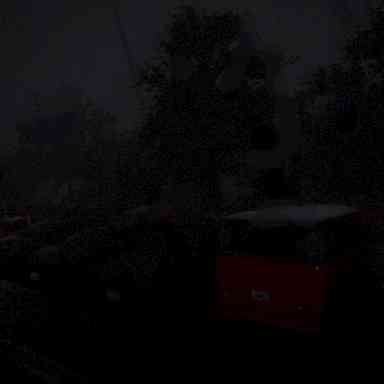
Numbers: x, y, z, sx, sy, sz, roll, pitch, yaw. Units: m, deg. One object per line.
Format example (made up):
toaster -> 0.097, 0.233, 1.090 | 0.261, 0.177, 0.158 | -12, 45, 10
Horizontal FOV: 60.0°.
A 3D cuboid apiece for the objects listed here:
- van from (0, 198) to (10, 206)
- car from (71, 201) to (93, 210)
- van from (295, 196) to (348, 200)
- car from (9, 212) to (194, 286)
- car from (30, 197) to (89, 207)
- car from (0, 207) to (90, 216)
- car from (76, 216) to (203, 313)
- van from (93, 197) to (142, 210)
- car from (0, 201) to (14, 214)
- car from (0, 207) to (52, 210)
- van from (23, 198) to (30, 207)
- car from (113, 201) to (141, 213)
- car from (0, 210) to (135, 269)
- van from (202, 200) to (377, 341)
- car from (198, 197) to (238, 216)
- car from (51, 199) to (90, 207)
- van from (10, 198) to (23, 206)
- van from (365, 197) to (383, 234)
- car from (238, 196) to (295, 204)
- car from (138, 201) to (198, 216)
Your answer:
van -> -19.495, 1.638, 38.179 | 1.878, 1.987, 4.442 | -1, -1, 36
car -> -8.077, 1.763, 30.100 | 2.002, 1.452, 4.674 | -1, 0, 36
van -> 7.590, 1.302, 18.681 | 1.878, 1.987, 4.442 | -1, 0, 36
car -> -2.315, 1.589, 9.803 | 2.163, 1.488, 4.792 | -1, 0, 36
car -> -12.693, 1.529, 33.391 | 2.435, 2.045, 5.566 | -1, 0, 36
car -> -6.912, 1.612, 12.920 | 1.946, 1.575, 5.366 | -1, 0, 36
car -> -0.062, 1.561, 8.181 | 2.163, 1.488, 4.792 | -1, 0, 36
van -> -5.864, 1.471, 28.653 | 1.878, 1.987, 4.442 | -1, 0, 36
car -> -26.151, 2.059, 42.886 | 1.946, 1.575, 5.366 | -2, -1, 36
car -> -9.053, 1.645, 14.697 | 2.231, 1.521, 4.892 | -1, 0, 36
van -> -14.857, 1.582, 35.127 | 1.878, 1.987, 4.442 | -1, 0, 36
car -> -3.680, 1.709, 26.941 | 2.002, 1.452, 4.674 | -1, 0, 36
car -> -4.568, 1.617, 11.424 | 2.163, 1.488, 4.792 | -1, 0, 36
van -> 2.275, 1.278, 6.679 | 1.878, 1.987, 4.442 | -1, 0, 36
car -> 3.146, 1.332, 21.989 | 2.435, 2.045, 5.566 | -1, 0, 36
car -> -10.328, 1.751, 31.717 | 2.097, 1.535, 5.008 | -1, 0, 36
van -> -17.003, 1.609, 36.672 | 1.878, 1.987, 4.442 | -1, 0, 36
van -> 9.975, 1.274, 17.252 | 1.878, 1.987, 4.442 | -1, 0, 36
car -> 5.394, 1.304, 20.371 | 2.435, 2.045, 5.566 | -1, 0, 36
car -> -1.336, 1.639, 25.243 | 2.097, 1.535, 5.008 | -1, 0, 36
